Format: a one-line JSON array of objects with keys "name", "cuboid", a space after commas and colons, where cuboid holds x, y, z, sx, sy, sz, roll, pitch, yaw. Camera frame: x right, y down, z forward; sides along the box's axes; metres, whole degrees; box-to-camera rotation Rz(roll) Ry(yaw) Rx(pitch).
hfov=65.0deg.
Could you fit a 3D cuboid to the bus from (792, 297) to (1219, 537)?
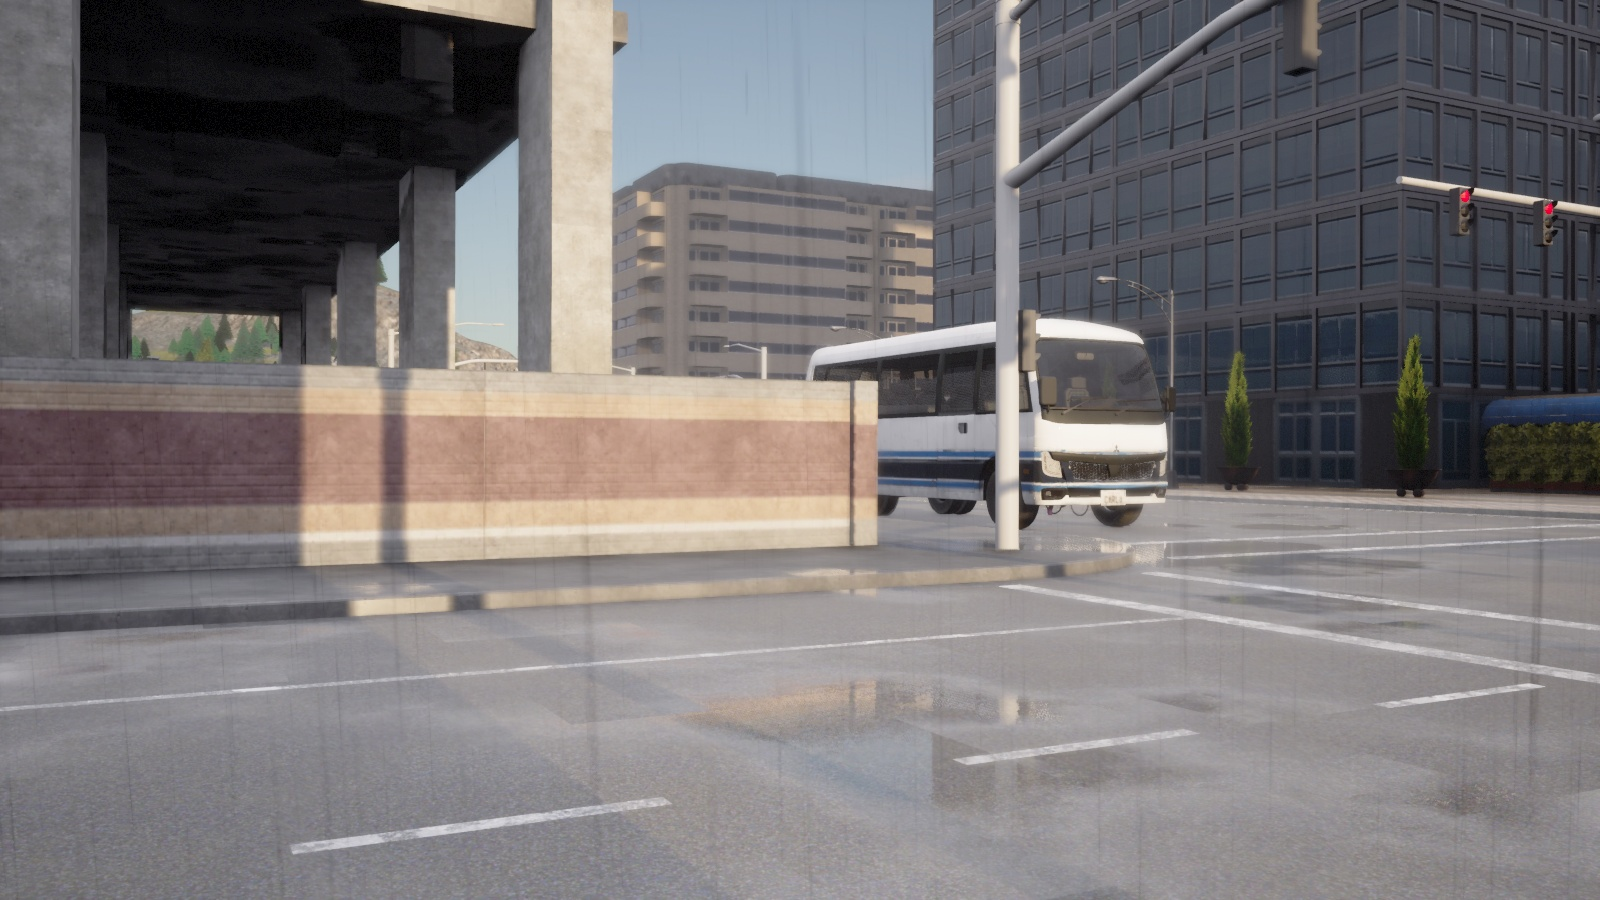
[{"name": "bus", "cuboid": [3.924, -0.572, 27.768, 3.944, 4.253, 10.273, 0, 0, -27]}]
